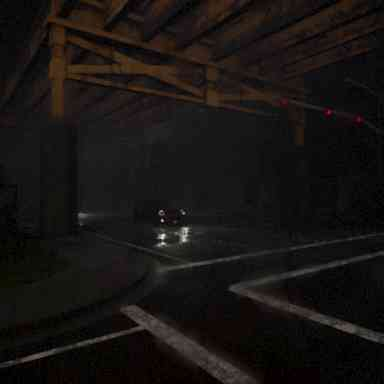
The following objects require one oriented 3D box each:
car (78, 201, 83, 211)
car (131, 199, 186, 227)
[{"bbox_3d":[-14.352,1.423,39.167,2.128,1.511,4.902,0,0,-36],"label":"car"},{"bbox_3d":[-2.322,1.281,22.304,2.097,1.767,4.553,0,0,-36],"label":"car"}]
